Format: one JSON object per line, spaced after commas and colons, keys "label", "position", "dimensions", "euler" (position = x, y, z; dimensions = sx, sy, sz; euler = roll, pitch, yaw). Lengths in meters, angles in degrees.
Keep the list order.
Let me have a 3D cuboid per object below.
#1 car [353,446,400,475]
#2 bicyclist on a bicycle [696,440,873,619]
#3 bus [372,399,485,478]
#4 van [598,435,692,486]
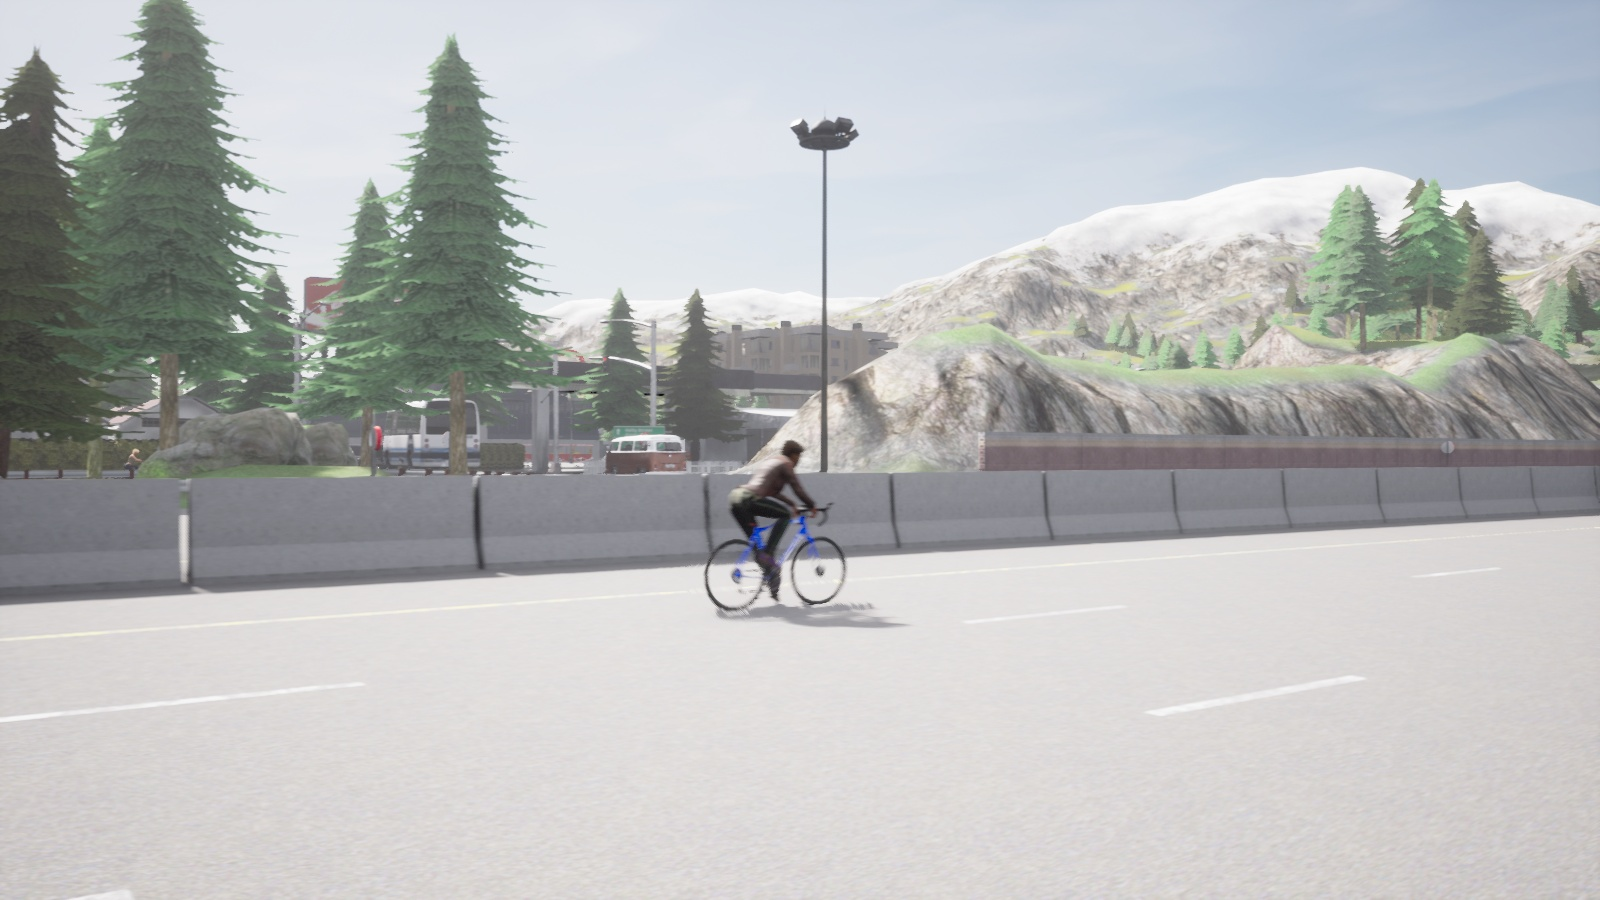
{"label": "car", "position": [-28.171, 0.685, 83.549], "dimensions": [1.905, 1.878, 3.866], "euler": [1, 0, -35]}
{"label": "bicyclist on a bicycle", "position": [-0.133, 0.728, 12.095], "dimensions": [1.656, 1.620, 0.582], "euler": [1, 0, -35]}
{"label": "bus", "position": [-21.716, -0.597, 72.876], "dimensions": [3.944, 4.253, 10.273], "euler": [0, 0, -30]}
{"label": "van", "position": [-6.582, 0.416, 52.839], "dimensions": [2.069, 2.038, 4.480], "euler": [0, 0, -35]}
